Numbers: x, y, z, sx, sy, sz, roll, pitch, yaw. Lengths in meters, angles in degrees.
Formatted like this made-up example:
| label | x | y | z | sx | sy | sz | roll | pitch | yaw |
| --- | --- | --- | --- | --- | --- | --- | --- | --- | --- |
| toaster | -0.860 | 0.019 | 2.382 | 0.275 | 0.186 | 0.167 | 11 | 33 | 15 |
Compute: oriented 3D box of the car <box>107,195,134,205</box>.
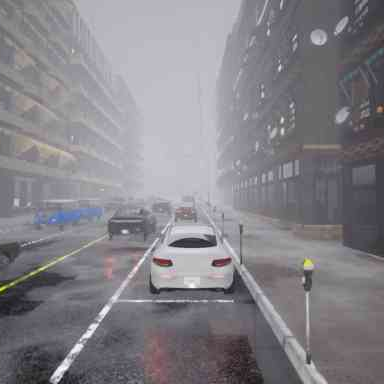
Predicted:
| label | x | y | z | sx | sy | sz | roll | pitch | yaw |
| --- | --- | --- | --- | --- | --- | --- | --- | --- | --- |
| car | -8.315 | 1.365 | 37.346 | 2.192 | 1.841 | 5.009 | 1 | 0 | 0 |

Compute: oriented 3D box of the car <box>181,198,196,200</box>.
| label | x | y | z | sx | sy | sz | roll | pitch | yaw |
| --- | --- | --- | --- | --- | --- | --- | --- | --- | --- |
| car | -0.439 | 1.582 | 31.754 | 1.887 | 1.381 | 4.507 | 1 | 0 | 0 |

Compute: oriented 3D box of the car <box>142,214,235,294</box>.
| label | x | y | z | sx | sy | sz | roll | pitch | yaw |
| --- | --- | --- | --- | --- | --- | --- | --- | --- | --- |
| car | 0.002 | 1.531 | 8.653 | 1.812 | 1.442 | 4.674 | 0 | 0 | 0 |

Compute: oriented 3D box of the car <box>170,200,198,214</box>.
| label | x | y | z | sx | sy | sz | roll | pitch | yaw |
| --- | --- | --- | --- | --- | --- | --- | --- | --- | --- |
| car | -0.438 | 1.572 | 26.224 | 1.887 | 1.381 | 4.507 | 1 | 0 | 0 |

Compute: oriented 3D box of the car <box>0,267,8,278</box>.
| label | x | y | z | sx | sy | sz | roll | pitch | yaw |
| --- | --- | --- | --- | --- | --- | --- | --- | --- | --- |
| car | -2.920 | 1.548 | 0.917 | 2.033 | 1.411 | 5.357 | 0 | 0 | 0 |

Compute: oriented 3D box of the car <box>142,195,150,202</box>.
| label | x | y | z | sx | sy | sz | roll | pitch | yaw |
| --- | --- | --- | --- | --- | --- | --- | --- | --- | --- |
| car | -8.323 | 1.660 | 53.938 | 1.947 | 1.339 | 4.313 | 1 | 0 | 0 |

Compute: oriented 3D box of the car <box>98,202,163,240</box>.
| label | x | y | z | sx | sy | sz | roll | pitch | yaw |
| --- | --- | --- | --- | --- | --- | --- | --- | --- | --- |
| car | -2.923 | 1.504 | 16.939 | 2.128 | 1.511 | 4.902 | 0 | 0 | 0 |

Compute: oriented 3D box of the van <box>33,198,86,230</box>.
| label | x | y | z | sx | sy | sz | roll | pitch | yaw |
| --- | --- | --- | --- | --- | --- | --- | --- | --- | --- |
| van | -8.313 | 1.358 | 20.753 | 1.690 | 1.788 | 3.998 | 2 | 0 | 0 |

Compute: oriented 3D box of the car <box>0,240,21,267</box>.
| label | x | y | z | sx | sy | sz | roll | pitch | yaw |
| --- | --- | --- | --- | --- | --- | --- | --- | --- | --- |
| car | -5.872 | 1.605 | 7.368 | 1.895 | 1.301 | 4.718 | 0 | 0 | 0 |

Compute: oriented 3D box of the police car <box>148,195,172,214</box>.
| label | x | y | z | sx | sy | sz | roll | pitch | yaw |
| --- | --- | --- | --- | --- | --- | --- | --- | --- | --- |
| police car | -3.023 | 1.468 | 34.480 | 1.930 | 1.638 | 5.238 | 0 | 0 | 0 |

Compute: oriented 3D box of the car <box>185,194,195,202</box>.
| label | x | y | z | sx | sy | sz | roll | pitch | yaw |
| --- | --- | --- | --- | --- | --- | --- | --- | --- | --- |
| car | -0.474 | 1.521 | 81.536 | 2.192 | 1.841 | 5.009 | 1 | 0 | 0 |

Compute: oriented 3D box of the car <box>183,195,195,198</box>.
| label | x | y | z | sx | sy | sz | roll | pitch | yaw |
| --- | --- | --- | --- | --- | --- | --- | --- | --- | --- |
| car | -0.430 | 1.490 | 37.286 | 1.967 | 1.590 | 4.097 | 1 | 0 | 0 |

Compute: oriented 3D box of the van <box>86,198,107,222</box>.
| label | x | y | z | sx | sy | sz | roll | pitch | yaw |
| --- | --- | --- | --- | --- | --- | --- | --- | --- | --- |
| van | -8.314 | 1.368 | 26.285 | 1.690 | 1.788 | 3.998 | 1 | 0 | 0 |

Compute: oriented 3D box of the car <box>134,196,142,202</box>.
| label | x | y | z | sx | sy | sz | roll | pitch | yaw |
| --- | --- | --- | --- | --- | --- | --- | --- | --- | --- |
| car | -8.315 | 1.379 | 42.875 | 2.192 | 1.841 | 5.009 | 1 | 0 | 0 |

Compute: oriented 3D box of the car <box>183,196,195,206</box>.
| label | x | y | z | sx | sy | sz | roll | pitch | yaw |
| --- | --- | --- | --- | --- | --- | --- | --- | --- | --- |
| car | -0.474 | 1.553 | 59.411 | 1.967 | 1.590 | 4.097 | 1 | 0 | 0 |

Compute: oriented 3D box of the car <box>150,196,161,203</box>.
| label | x | y | z | sx | sy | sz | roll | pitch | yaw |
| --- | --- | --- | --- | --- | --- | --- | --- | --- | --- |
| car | -8.325 | 1.724 | 76.058 | 1.887 | 1.381 | 4.507 | 1 | 0 | 0 |

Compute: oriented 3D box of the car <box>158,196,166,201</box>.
| label | x | y | z | sx | sy | sz | roll | pitch | yaw |
| --- | --- | --- | --- | --- | --- | --- | --- | --- | --- |
| car | -8.328 | 1.846 | 92.652 | 1.802 | 1.307 | 4.206 | 1 | 0 | 0 |

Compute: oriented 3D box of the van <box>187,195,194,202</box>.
| label | x | y | z | sx | sy | sz | roll | pitch | yaw |
| --- | --- | --- | --- | --- | --- | --- | --- | --- | --- |
| van | -0.476 | 1.575 | 87.068 | 1.690 | 1.788 | 3.998 | 1 | 0 | 0 |
